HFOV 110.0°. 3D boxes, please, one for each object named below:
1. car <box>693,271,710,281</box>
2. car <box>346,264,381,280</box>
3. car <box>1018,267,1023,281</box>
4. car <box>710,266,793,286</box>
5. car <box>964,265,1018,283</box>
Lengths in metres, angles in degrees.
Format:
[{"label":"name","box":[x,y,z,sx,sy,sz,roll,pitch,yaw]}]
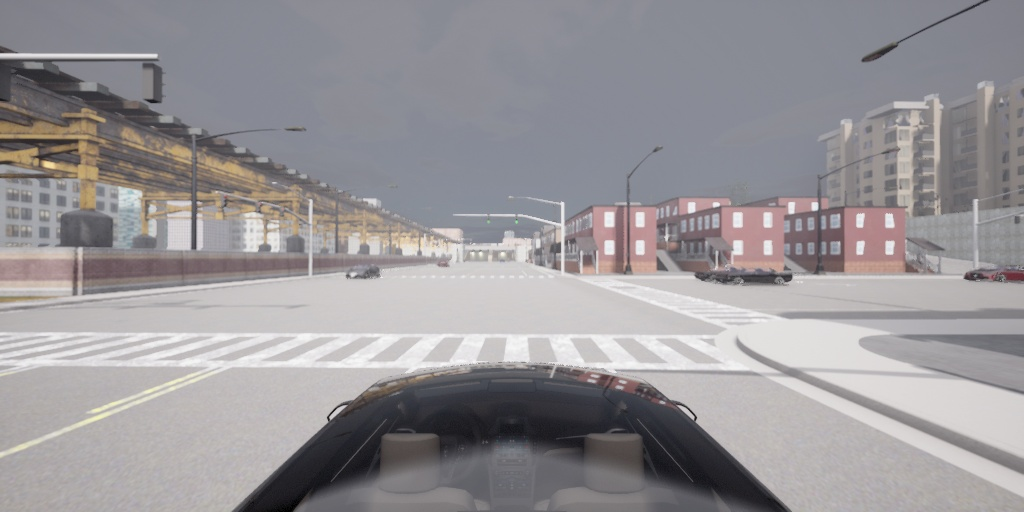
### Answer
[{"label":"car","box":[17.733,1.508,29.646,4.718,1.301,1.895,0,0,0]},{"label":"car","box":[-14.096,1.487,34.205,2.128,1.511,4.902,0,0,0]},{"label":"car","box":[41.400,1.108,26.149,5.566,2.045,2.150,0,0,0]},{"label":"car","box":[17.482,1.488,26.136,4.718,1.301,1.895,0,0,0]},{"label":"car","box":[40.339,1.470,29.656,4.181,1.385,1.994,0,0,0]}]
